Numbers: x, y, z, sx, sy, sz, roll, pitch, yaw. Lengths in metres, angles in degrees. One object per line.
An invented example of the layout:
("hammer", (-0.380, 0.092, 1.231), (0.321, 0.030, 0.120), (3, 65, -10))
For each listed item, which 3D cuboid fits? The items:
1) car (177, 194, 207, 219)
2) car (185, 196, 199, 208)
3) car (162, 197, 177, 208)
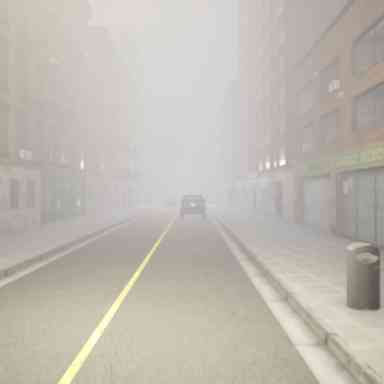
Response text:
("car", (0.097, 1.194, 29.244), (2.150, 2.045, 5.566), (0, 0, 0))
("car", (0.042, 1.453, 47.805), (1.882, 1.535, 5.008), (0, 0, 0))
("car", (-3.069, 1.482, 47.710), (1.837, 1.490, 4.892), (0, -1, 0))
